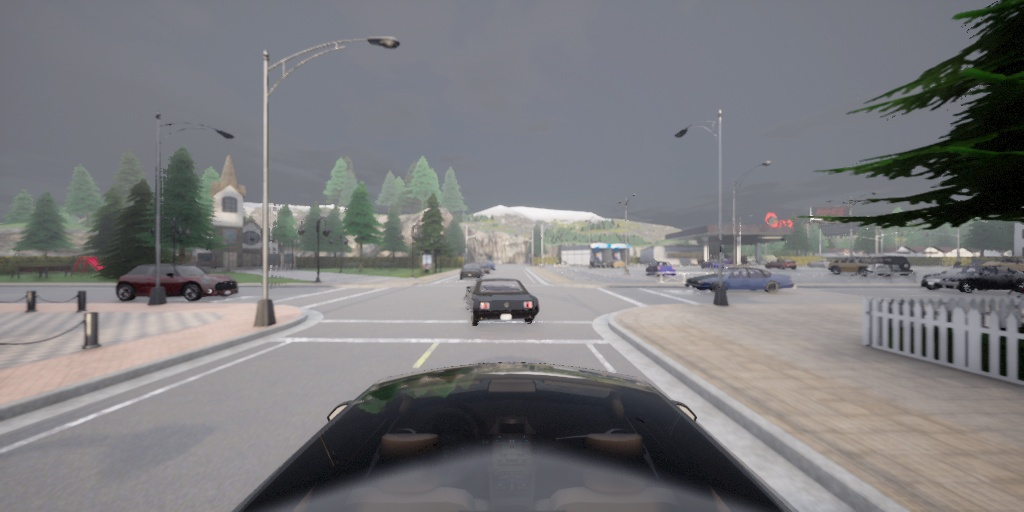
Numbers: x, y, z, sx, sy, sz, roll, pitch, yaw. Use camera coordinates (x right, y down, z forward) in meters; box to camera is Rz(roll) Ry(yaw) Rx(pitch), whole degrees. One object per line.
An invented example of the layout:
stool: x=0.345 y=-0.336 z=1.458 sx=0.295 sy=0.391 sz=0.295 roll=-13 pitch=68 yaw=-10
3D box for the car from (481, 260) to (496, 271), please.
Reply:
car: x=-3.533 y=1.414 z=53.648 sx=1.882 sy=1.535 sz=5.008 roll=0 pitch=0 yaw=0

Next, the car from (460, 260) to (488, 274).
car: x=-3.568 y=1.339 z=32.723 sx=1.882 sy=1.535 sz=5.008 roll=0 pitch=0 yaw=0

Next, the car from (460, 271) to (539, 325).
car: x=-0.570 y=1.378 z=12.001 sx=1.895 sy=1.301 sz=4.718 roll=0 pitch=0 yaw=-11

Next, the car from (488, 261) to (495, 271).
car: x=-3.560 y=1.446 z=43.024 sx=2.033 sy=1.411 sz=5.357 roll=0 pitch=0 yaw=0

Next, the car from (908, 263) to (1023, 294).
car: x=26.178 y=1.291 z=20.246 sx=4.902 sy=1.511 sz=2.128 roll=0 pitch=0 yaw=1

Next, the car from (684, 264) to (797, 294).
car: x=12.841 y=1.348 z=20.396 sx=5.357 sy=1.411 sz=2.033 roll=0 pitch=0 yaw=1

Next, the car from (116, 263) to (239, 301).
car: x=-15.674 y=1.143 z=16.999 sx=4.553 sy=1.767 sz=2.097 roll=0 pitch=0 yaw=1

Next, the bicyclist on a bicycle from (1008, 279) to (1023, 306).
bicyclist on a bicycle: x=18.879 y=1.074 z=12.844 sx=0.582 sy=1.620 sz=1.656 roll=0 pitch=0 yaw=1
